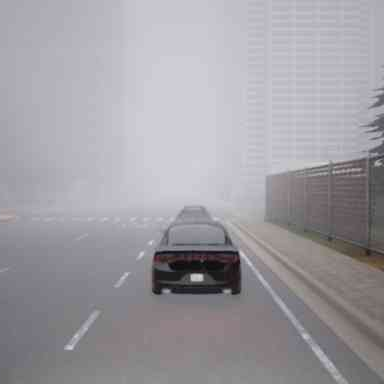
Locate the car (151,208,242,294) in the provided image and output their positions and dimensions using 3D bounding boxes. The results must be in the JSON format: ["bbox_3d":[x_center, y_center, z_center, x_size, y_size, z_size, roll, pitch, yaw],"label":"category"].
[{"bbox_3d":[0.102,1.419,8.658,1.882,1.535,5.008,0,1,0],"label":"car"}]

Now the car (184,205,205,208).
[{"bbox_3d":[0.127,1.437,18.885,1.994,1.385,4.181,0,0,3],"label":"car"}]
